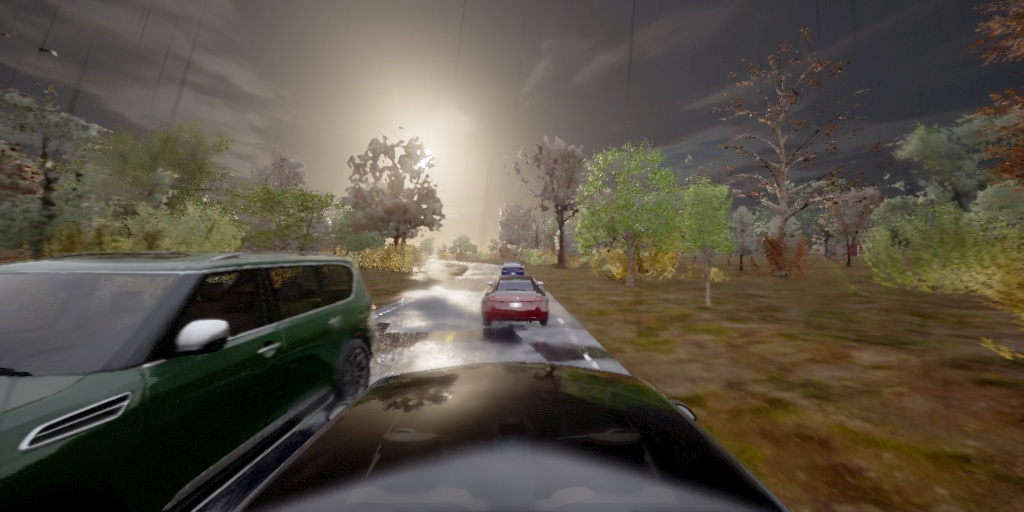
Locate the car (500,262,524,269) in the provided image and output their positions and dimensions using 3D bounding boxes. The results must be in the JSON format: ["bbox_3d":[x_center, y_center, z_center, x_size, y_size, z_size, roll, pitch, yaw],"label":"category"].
[{"bbox_3d":[0.032,1.220,30.489,1.882,1.535,5.008,0,0,-1],"label":"car"}]

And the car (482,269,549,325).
[{"bbox_3d":[0.100,1.313,11.854,1.994,1.385,4.181,0,0,0],"label":"car"}]

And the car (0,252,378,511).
[{"bbox_3d":[-3.069,0.973,3.117,2.150,2.045,5.566,0,0,0],"label":"car"}]
